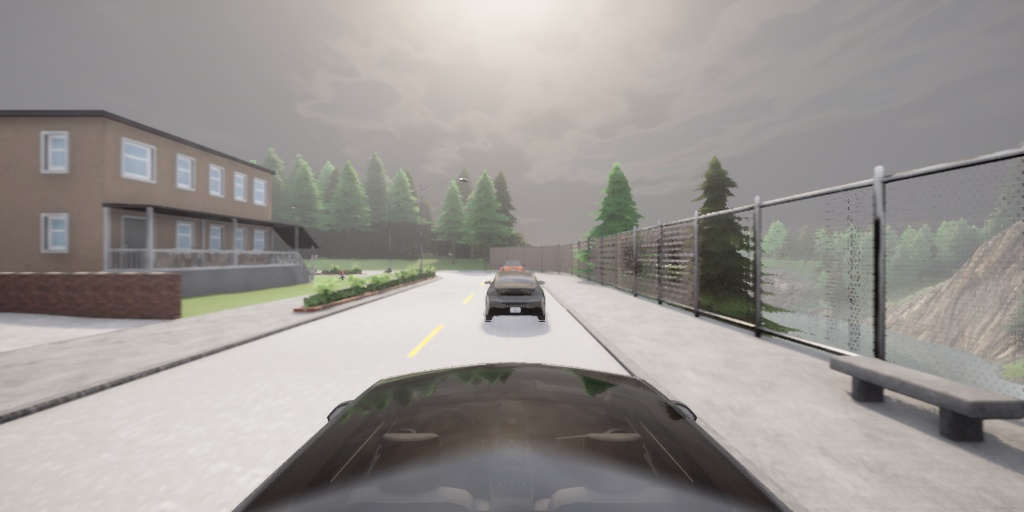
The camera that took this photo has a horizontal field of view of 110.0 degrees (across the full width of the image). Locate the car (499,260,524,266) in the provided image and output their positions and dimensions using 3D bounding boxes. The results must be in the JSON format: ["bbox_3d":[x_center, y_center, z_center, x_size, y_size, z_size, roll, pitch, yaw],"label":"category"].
[{"bbox_3d":[-0.022,1.128,30.367,2.097,1.767,4.553,0,0,-3],"label":"car"}]

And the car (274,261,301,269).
[{"bbox_3d":[-25.459,1.308,39.713,4.674,1.442,1.812,0,0,1],"label":"car"}]

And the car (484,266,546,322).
[{"bbox_3d":[0.101,1.264,12.358,1.837,1.490,4.892,0,0,0],"label":"car"}]
